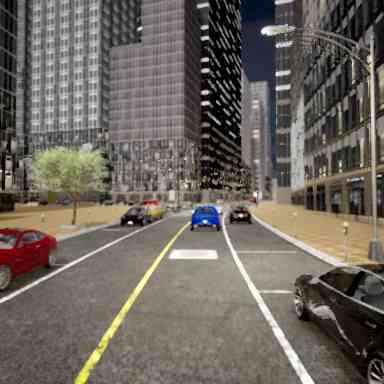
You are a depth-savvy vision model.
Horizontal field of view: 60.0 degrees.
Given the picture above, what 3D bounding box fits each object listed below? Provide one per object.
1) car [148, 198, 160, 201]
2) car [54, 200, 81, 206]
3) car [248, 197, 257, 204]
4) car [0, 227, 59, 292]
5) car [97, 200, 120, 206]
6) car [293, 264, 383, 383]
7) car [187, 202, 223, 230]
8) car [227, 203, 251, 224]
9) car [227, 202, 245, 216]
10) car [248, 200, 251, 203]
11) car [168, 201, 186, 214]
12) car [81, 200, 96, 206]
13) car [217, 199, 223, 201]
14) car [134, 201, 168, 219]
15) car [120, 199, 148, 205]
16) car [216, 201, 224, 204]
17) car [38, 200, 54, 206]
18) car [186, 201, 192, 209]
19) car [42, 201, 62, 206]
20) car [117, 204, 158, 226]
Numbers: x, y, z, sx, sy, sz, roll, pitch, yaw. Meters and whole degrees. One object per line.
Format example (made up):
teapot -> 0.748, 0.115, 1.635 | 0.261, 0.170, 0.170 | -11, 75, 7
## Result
car -> -9.836, 2.409, 77.860 | 5.009, 1.841, 2.192 | -1, -2, 18
car -> -28.222, 2.599, 75.566 | 4.403, 1.369, 2.008 | -1, -2, 18
car -> 16.580, 2.383, 91.210 | 2.192, 1.841, 5.009 | 0, -1, 18
car -> -5.172, 1.684, 9.244 | 1.802, 1.307, 4.206 | 1, -1, 2
car -> -17.590, 2.479, 72.097 | 4.403, 1.369, 2.008 | -1, -2, 18
car -> 2.750, 1.613, 4.508 | 1.947, 1.339, 4.313 | 1, -1, 1
car -> 0.985, 1.726, 23.121 | 1.882, 1.535, 5.008 | 0, -1, 4
car -> 3.931, 1.859, 27.597 | 1.947, 1.339, 4.313 | 1, -1, 5
car -> 5.151, 1.962, 38.860 | 1.887, 1.381, 4.507 | 1, -1, 8
car -> 4.494, 1.796, 33.257 | 1.967, 1.590, 4.097 | 1, -1, 7
car -> -2.470, 2.030, 42.409 | 2.008, 1.369, 4.403 | 1, -1, 8
car -> -25.952, 2.803, 83.112 | 4.829, 1.417, 1.752 | -1, -2, 18
car -> 7.483, 2.610, 89.397 | 1.752, 1.417, 4.829 | 0, -1, 16
car -> -3.765, 1.877, 31.360 | 1.752, 1.417, 4.829 | 1, -1, 6
car -> -12.274, 2.433, 70.363 | 4.313, 1.339, 1.947 | -1, -2, 18
car -> 2.717, 2.040, 40.179 | 1.895, 1.301, 4.718 | 0, -1, 7
car -> -33.538, 2.549, 77.304 | 4.097, 1.590, 1.967 | -1, -2, 18
car -> -0.830, 2.157, 53.100 | 2.008, 1.369, 4.403 | 1, -1, 9
car -> -36.427, 2.947, 86.530 | 4.403, 1.369, 2.008 | -1, -2, 18
car -> -4.248, 1.857, 26.053 | 1.947, 1.339, 4.313 | 1, -1, 4
